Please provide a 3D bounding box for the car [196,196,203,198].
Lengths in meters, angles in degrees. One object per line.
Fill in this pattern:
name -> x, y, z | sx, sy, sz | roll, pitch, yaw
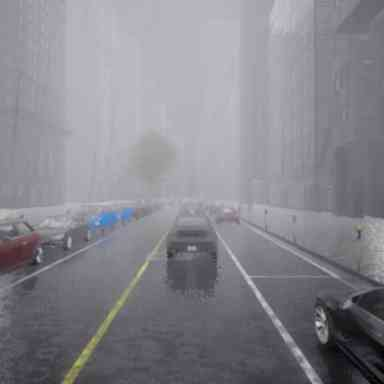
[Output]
car -> 2.387, 2.016, 66.932 | 2.097, 1.767, 4.553 | 0, -1, 0

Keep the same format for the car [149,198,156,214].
car -> -5.763, 1.684, 37.513 | 2.192, 1.841, 5.009 | 0, -1, 0

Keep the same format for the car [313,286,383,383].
car -> 2.763, 1.601, 3.452 | 1.947, 1.339, 4.313 | 0, -1, 0

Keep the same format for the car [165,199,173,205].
car -> -5.764, 2.411, 82.927 | 1.802, 1.307, 4.206 | 0, -1, 0

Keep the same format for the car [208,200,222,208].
car -> 2.762, 1.919, 37.517 | 2.008, 1.369, 4.403 | 0, -1, 0

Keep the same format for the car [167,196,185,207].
car -> -3.026, 2.136, 64.587 | 2.128, 1.511, 4.902 | 0, -1, 1

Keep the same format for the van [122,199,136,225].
van -> -5.763, 1.598, 26.158 | 1.690, 1.788, 3.998 | 0, -1, 0

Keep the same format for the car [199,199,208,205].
car -> 2.761, 2.380, 82.935 | 2.008, 1.369, 4.403 | 0, -1, 0

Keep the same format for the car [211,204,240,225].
car -> 2.763, 1.839, 26.162 | 1.802, 1.307, 4.206 | 0, -1, 0

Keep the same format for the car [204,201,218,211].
car -> 2.762, 2.063, 48.871 | 1.802, 1.307, 4.206 | 0, -1, 0

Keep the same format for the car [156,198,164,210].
car -> -5.763, 1.796, 48.867 | 2.192, 1.841, 5.009 | 0, -1, 0

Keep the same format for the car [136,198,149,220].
car -> -5.763, 1.628, 31.836 | 2.192, 1.841, 5.009 | 0, -1, 0

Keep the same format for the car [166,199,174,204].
car -> -5.764, 2.470, 88.604 | 1.802, 1.307, 4.206 | 0, -1, 0

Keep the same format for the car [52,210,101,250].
car -> -5.762, 1.697, 14.801 | 2.008, 1.369, 4.403 | 0, -1, 0

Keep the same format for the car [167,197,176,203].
car -> -5.765, 2.263, 94.283 | 2.192, 1.841, 5.009 | 0, -1, 0

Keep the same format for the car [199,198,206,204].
car -> 2.761, 2.329, 88.613 | 1.967, 1.590, 4.097 | 0, -1, 0

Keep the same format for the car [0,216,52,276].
car -> -5.762, 1.530, 9.125 | 1.967, 1.590, 4.097 | 0, -1, 0

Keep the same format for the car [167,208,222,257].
car -> 0.020, 1.640, 13.522 | 1.837, 1.490, 4.892 | 0, 0, 0

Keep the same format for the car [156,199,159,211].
car -> -5.763, 1.990, 43.187 | 1.947, 1.339, 4.313 | 0, -1, 0

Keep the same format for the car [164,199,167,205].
car -> -5.763, 2.089, 54.541 | 2.008, 1.369, 4.403 | 0, -1, 0

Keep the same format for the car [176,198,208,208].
car -> 0.019, 1.630, 28.433 | 2.097, 1.767, 4.553 | 0, -1, 0

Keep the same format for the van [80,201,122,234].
van -> -5.762, 1.542, 20.481 | 1.690, 1.788, 3.998 | 0, -1, 0

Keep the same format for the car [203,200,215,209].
car -> 2.762, 2.065, 54.719 | 1.752, 1.417, 4.829 | 0, -1, 0

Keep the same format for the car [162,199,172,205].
car -> -5.764, 2.294, 77.080 | 1.752, 1.417, 4.829 | 0, -1, 0
